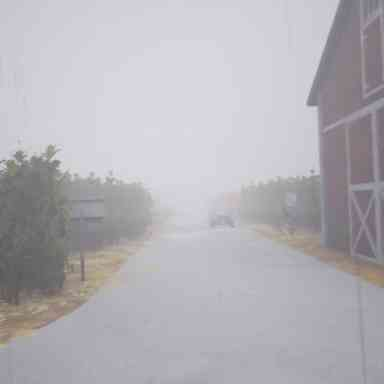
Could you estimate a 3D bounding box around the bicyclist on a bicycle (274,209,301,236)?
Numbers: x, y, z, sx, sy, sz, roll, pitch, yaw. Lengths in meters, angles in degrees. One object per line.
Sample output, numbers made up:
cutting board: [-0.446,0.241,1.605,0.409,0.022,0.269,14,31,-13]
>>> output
bicyclist on a bicycle: [5.796,1.851,20.197,1.656,1.620,0.582,-2,-1,-1]

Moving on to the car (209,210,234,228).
car: [2.458,2.246,28.561,1.812,1.442,4.674,-1,-1,-1]
